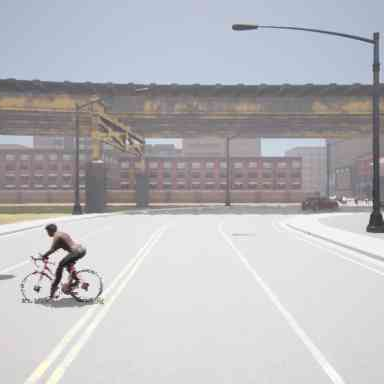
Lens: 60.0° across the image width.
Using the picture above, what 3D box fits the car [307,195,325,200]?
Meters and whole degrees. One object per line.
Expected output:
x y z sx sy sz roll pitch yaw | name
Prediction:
29.560 1.295 79.147 4.536 1.218 1.853 0 0 -39 | car

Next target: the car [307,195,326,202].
29.600 1.452 79.180 4.974 1.542 2.038 0 0 -39 | car

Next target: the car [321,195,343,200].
33.635 1.295 79.888 1.853 1.218 4.536 0 0 -34 | car

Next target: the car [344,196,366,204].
29.183 1.452 60.320 2.038 1.542 4.974 0 0 -29 | car

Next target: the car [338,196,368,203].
29.158 1.295 60.366 1.853 1.218 4.536 0 0 -29 | car

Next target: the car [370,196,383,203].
32.253 1.295 58.206 1.853 1.218 4.536 0 0 31 | car

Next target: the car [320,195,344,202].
33.606 1.452 79.931 2.038 1.542 4.974 0 0 -34 | car

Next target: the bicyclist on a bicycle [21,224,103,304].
-2.631 1.455 6.678 1.656 1.620 0.582 -2 0 0 | bicyclist on a bicycle

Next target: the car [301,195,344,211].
15.477 1.352 40.093 4.553 1.767 2.097 0 0 -24 | car

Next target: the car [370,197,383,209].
25.715 1.526 42.093 4.674 1.442 1.812 0 0 -3 | car
